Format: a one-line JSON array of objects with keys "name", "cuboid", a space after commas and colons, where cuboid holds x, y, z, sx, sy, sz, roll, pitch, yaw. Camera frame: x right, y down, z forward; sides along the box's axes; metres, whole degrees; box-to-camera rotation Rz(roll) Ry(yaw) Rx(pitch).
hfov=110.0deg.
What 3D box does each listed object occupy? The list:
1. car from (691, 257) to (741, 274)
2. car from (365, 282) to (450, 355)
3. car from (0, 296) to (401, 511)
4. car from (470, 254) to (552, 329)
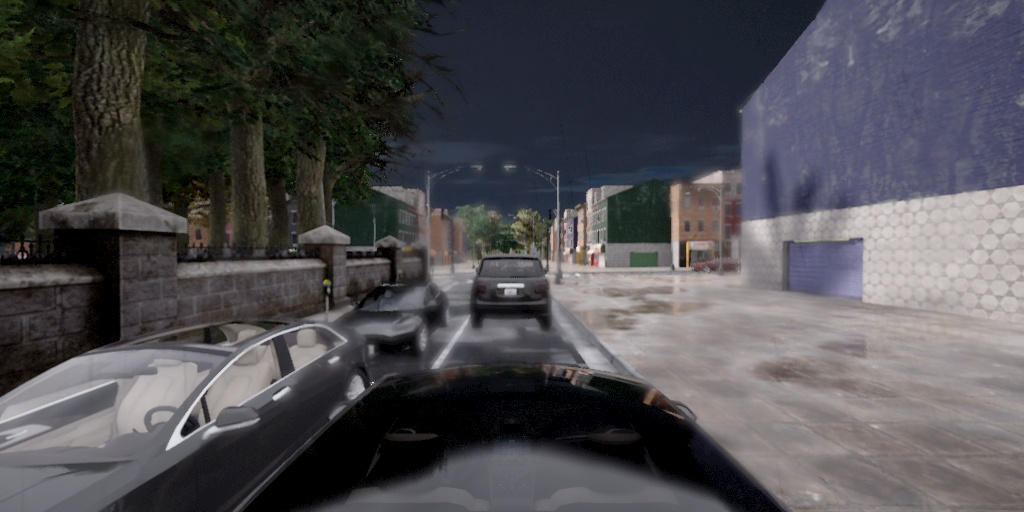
[{"name": "car", "cuboid": [20.274, 0.903, 35.194, 5.008, 1.535, 1.882, -1, 1, 0]}, {"name": "car", "cuboid": [-2.632, 1.309, 8.639, 1.948, 1.339, 4.313, 0, 0, 0]}, {"name": "car", "cuboid": [-2.640, 1.299, 2.951, 2.007, 1.370, 4.403, 0, 0, 0]}, {"name": "car", "cuboid": [-0.012, 0.962, 11.296, 2.150, 2.045, 5.566, 0, 0, 0]}]
